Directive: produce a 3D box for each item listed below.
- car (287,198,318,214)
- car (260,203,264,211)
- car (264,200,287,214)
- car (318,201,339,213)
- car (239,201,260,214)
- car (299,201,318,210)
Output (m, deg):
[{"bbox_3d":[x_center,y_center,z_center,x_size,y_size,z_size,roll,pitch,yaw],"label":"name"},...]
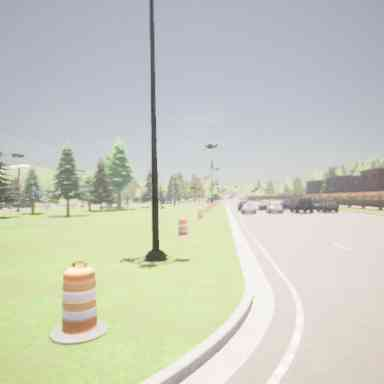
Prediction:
[{"bbox_3d":[14.814,1.806,44.885,2.150,2.045,5.566,-1,-1,6],"label":"car"},{"bbox_3d":[12.295,2.439,55.708,1.895,1.301,4.718,-1,-1,5],"label":"car"},{"bbox_3d":[11.389,2.191,45.747,1.812,1.442,4.674,-1,-1,6],"label":"car"},{"bbox_3d":[18.355,2.013,45.079,2.128,1.511,4.902,-1,-1,6],"label":"car"},{"bbox_3d":[7.906,2.263,46.073,1.812,1.442,4.674,-1,-1,6],"label":"car"},{"bbox_3d":[19.258,2.257,55.012,1.994,1.385,4.181,-1,-1,5],"label":"car"}]
